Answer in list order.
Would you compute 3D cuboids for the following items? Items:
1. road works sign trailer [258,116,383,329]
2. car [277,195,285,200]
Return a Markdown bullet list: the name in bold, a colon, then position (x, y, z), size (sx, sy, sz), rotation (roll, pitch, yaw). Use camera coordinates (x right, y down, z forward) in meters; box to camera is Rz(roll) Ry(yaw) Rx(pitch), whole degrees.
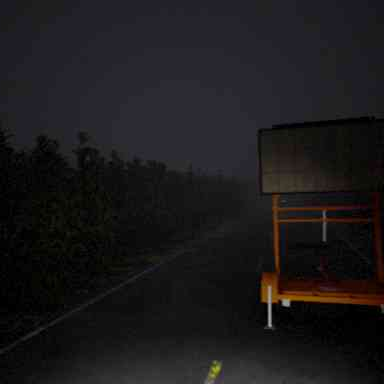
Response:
- **road works sign trailer**: position (2.582, 0.422, 6.532), size (2.380, 3.560, 2.880), rotation (-2, 0, 17)
- **car**: position (21.848, 1.286, 82.065), size (1.882, 1.535, 5.008), rotation (-2, -1, 17)
